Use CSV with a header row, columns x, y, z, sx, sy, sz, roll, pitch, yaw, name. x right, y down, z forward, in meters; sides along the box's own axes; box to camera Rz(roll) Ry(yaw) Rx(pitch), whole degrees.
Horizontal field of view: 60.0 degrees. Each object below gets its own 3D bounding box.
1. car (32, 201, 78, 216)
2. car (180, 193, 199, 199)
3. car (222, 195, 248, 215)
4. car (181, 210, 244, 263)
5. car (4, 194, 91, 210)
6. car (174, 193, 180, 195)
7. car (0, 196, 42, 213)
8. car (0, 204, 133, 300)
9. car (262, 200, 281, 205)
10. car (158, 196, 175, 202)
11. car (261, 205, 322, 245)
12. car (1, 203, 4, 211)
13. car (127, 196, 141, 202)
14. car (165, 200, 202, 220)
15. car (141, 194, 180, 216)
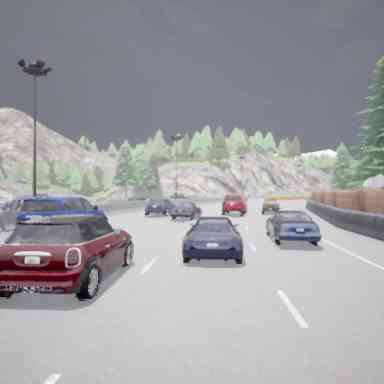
x,y,z,sx,sy,sz,roll,pitch,yaw,name
-13.772,1.628,33.792,1.895,1.301,4.718,0,0,12,car
-0.122,1.452,72.553,2.097,1.767,4.553,0,0,27,car
4.378,1.279,33.821,2.150,2.045,5.566,0,0,14,car
0.784,1.583,12.110,1.994,1.385,4.181,0,0,5,car
-5.893,1.235,15.680,2.150,2.045,5.566,0,0,7,car
-3.427,1.329,73.780,2.150,2.045,5.566,0,0,27,car
-19.818,1.374,38.588,2.097,1.767,4.553,0,0,14,car
-2.992,1.360,8.628,2.097,1.767,4.553,0,0,3,car
8.605,1.594,36.137,1.812,1.442,4.674,0,0,15,car
-5.770,1.608,76.882,1.812,1.442,4.674,0,0,27,car
4.638,1.579,15.798,2.033,1.411,5.357,0,0,7,car
-17.134,1.240,34.769,2.150,2.045,5.566,0,0,13,car
-12.106,1.562,71.811,1.882,1.535,5.008,0,0,23,car
-0.418,1.589,28.457,2.033,1.411,5.357,0,0,11,car
-2.991,1.396,32.903,2.097,1.767,4.553,0,0,12,car
